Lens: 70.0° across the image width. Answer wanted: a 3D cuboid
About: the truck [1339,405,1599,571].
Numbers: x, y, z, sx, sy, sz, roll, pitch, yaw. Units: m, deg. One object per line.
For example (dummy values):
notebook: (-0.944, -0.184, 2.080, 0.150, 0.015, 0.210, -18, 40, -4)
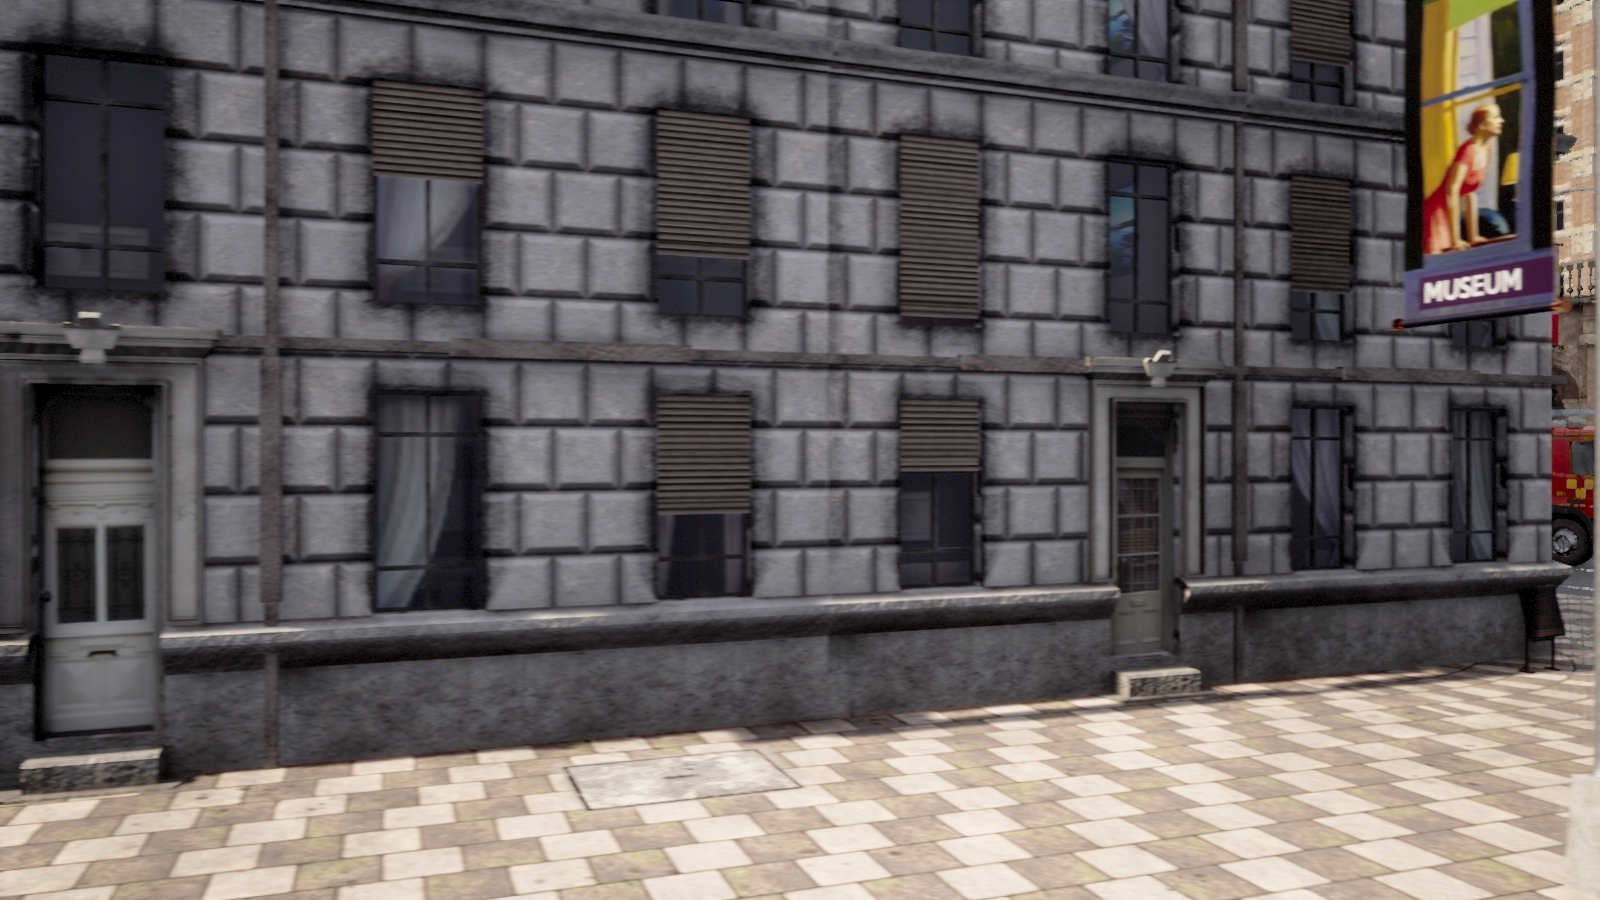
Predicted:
truck: (18.633, 0.888, 30.044, 2.891, 3.827, 8.468, 0, 0, -20)
